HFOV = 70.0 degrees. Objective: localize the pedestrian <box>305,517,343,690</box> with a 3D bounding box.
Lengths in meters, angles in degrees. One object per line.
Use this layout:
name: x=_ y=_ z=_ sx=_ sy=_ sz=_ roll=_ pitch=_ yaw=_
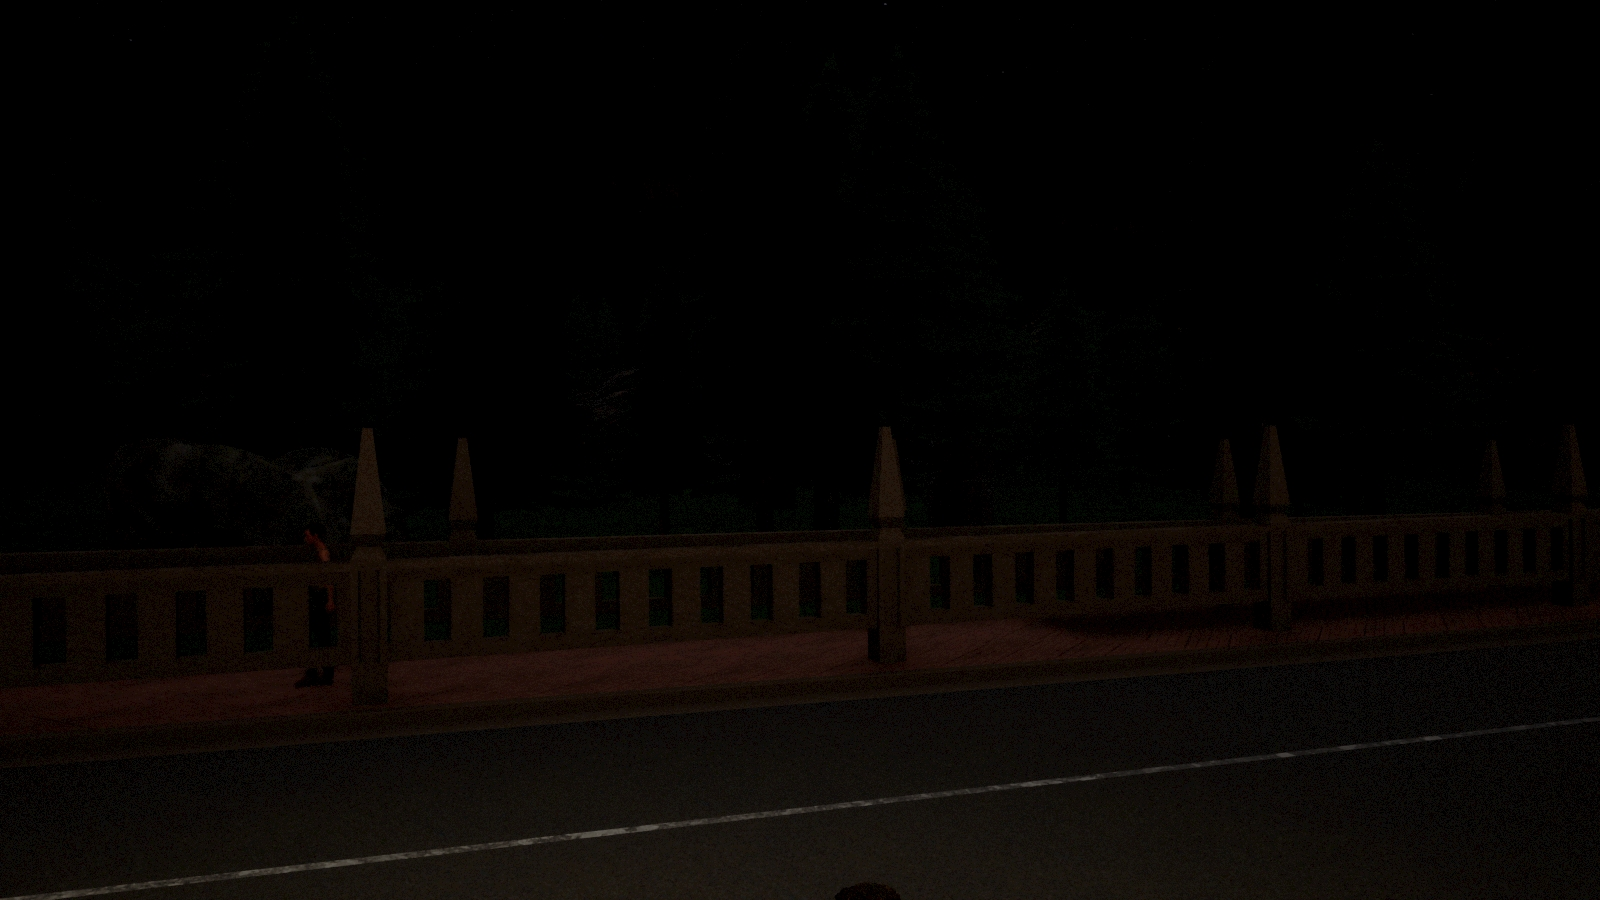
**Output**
pedestrian: x=-5.307 y=1.694 z=12.752 sx=0.375 sy=1.860 sz=0.375 roll=0 pitch=0 yaw=-20
